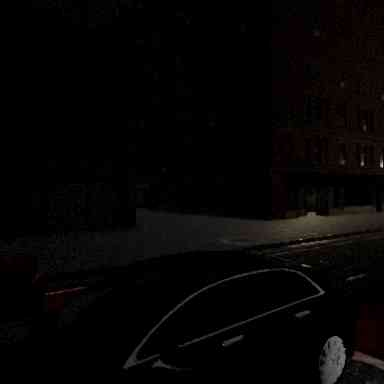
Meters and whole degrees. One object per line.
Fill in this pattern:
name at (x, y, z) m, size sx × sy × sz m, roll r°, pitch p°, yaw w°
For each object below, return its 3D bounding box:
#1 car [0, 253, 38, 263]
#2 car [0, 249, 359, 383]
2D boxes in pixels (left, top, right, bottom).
car at (-4.648, 1.486, 4.364) m, size 5.008 × 1.535 × 1.882 m, roll 0°, pitch 0°, yaw -36°
car at (-0.098, 1.494, 3.615) m, size 4.892 × 1.490 × 1.837 m, roll 0°, pitch 0°, yaw -35°
